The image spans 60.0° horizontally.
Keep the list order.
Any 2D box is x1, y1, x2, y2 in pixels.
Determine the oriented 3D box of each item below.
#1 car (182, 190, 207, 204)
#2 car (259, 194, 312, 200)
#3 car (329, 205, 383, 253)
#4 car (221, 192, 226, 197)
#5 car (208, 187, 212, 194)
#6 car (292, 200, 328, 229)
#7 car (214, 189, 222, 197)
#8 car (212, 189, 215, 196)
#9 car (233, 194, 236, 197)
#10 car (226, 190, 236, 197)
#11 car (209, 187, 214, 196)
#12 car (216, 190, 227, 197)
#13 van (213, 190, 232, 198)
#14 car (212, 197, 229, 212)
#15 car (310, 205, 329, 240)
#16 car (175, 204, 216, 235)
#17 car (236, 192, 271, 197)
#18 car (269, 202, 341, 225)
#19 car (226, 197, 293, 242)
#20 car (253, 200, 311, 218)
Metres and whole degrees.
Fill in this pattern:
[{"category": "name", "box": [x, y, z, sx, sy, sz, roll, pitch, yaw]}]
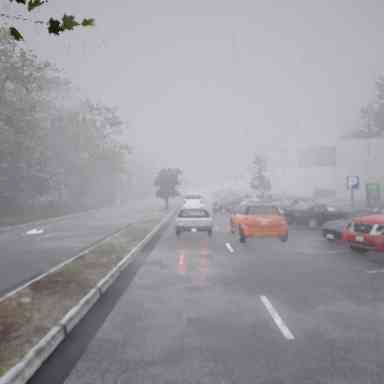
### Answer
[{"category": "car", "box": [0.100, 1.144, 35.093, 2.150, 2.045, 5.566, 0, 0, 0]}, {"category": "car", "box": [8.103, 1.322, 26.792, 4.553, 1.767, 2.185, 1, 0, -20]}, {"category": "car", "box": [8.049, 1.206, 11.761, 5.566, 2.045, 2.435, 1, 0, -20]}, {"category": "car", "box": [8.046, 1.173, 56.802, 4.792, 1.488, 2.163, 0, 1, -20]}, {"category": "car", "box": [8.102, 0.362, 89.730, 5.566, 2.045, 2.435, 0, 1, -20]}, {"category": "car", "box": [8.063, 1.455, 20.781, 5.008, 1.535, 2.097, 1, 0, -20]}, {"category": "car", "box": [8.044, 0.728, 74.794, 4.553, 1.767, 2.185, 0, 1, -20]}, {"category": "car", "box": [8.066, 0.759, 80.770, 4.892, 1.521, 2.231, 0, 1, -20]}, {"category": "car", "box": [7.899, 1.377, 38.733, 5.366, 1.575, 1.946, 1, 1, -20]}, {"category": "car", "box": [8.049, 1.070, 44.784, 5.566, 2.045, 2.435, 1, 1, -20]}, {"category": "car", "box": [8.051, 0.459, 83.734, 5.566, 2.045, 2.435, 0, 1, -20]}, {"category": "car", "box": [8.047, 0.980, 68.807, 4.792, 1.488, 2.163, 0, 1, -20]}, {"category": "van", "box": [7.967, 0.436, 86.687, 4.442, 1.987, 1.878, 0, 1, -20]}, {"category": "car", "box": [3.101, 1.526, 34.683, 1.895, 1.301, 4.718, 0, 0, 0]}, {"category": "car", "box": [8.044, 1.484, 14.764, 4.792, 1.488, 2.163, 1, 0, -20]}, {"category": "car", "box": [0.100, 1.570, 18.556, 1.895, 1.301, 4.718, 0, 0, 0]}, {"category": "car", "box": [8.099, 1.154, 35.804, 5.566, 2.045, 2.435, 1, 0, -20]}, {"category": "car", "box": [8.073, 1.493, 23.782, 4.674, 1.452, 2.002, 1, 0, -20]}, {"category": "car", "box": [3.098, 1.322, 16.222, 2.097, 1.767, 4.553, 0, 0, 0]}, {"category": "car", "box": [8.073, 1.481, 29.782, 4.674, 1.452, 2.002, 1, 1, -20]}]
